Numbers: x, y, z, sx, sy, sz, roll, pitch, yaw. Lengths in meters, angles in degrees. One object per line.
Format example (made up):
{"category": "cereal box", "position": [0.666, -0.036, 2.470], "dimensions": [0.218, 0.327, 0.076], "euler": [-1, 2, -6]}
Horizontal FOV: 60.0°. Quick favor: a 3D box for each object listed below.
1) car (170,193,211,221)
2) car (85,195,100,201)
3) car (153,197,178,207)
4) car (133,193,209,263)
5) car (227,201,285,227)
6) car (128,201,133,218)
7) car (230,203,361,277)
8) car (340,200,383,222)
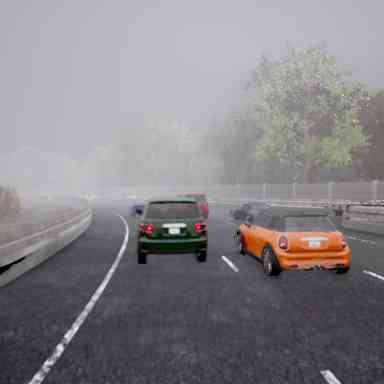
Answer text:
{"category": "car", "position": [-0.277, 1.131, 27.432], "dimensions": [2.150, 2.045, 5.566], "euler": [0, 0, -14]}
{"category": "car", "position": [-22.527, 1.358, 75.248], "dimensions": [1.812, 1.442, 4.674], "euler": [0, 0, -43]}
{"category": "car", "position": [-3.838, 1.395, 47.429], "dimensions": [1.994, 1.385, 4.181], "euler": [0, 0, -28]}
{"category": "car", "position": [-0.847, 1.185, 12.063], "dimensions": [2.150, 2.045, 5.566], "euler": [0, 0, -8]}
{"category": "car", "position": [4.310, 1.455, 23.378], "dimensions": [2.033, 1.411, 5.357], "euler": [0, 0, -13]}
{"category": "car", "position": [-4.598, 1.396, 29.740], "dimensions": [1.882, 1.535, 5.008], "euler": [0, 0, -16]}
{"category": "car", "position": [2.809, 1.307, 10.354], "dimensions": [2.097, 1.767, 4.553], "euler": [0, 0, -6]}
{"category": "car", "position": [12.249, 1.348, 25.014], "dimensions": [2.128, 1.511, 4.902], "euler": [-1, 0, -40]}
